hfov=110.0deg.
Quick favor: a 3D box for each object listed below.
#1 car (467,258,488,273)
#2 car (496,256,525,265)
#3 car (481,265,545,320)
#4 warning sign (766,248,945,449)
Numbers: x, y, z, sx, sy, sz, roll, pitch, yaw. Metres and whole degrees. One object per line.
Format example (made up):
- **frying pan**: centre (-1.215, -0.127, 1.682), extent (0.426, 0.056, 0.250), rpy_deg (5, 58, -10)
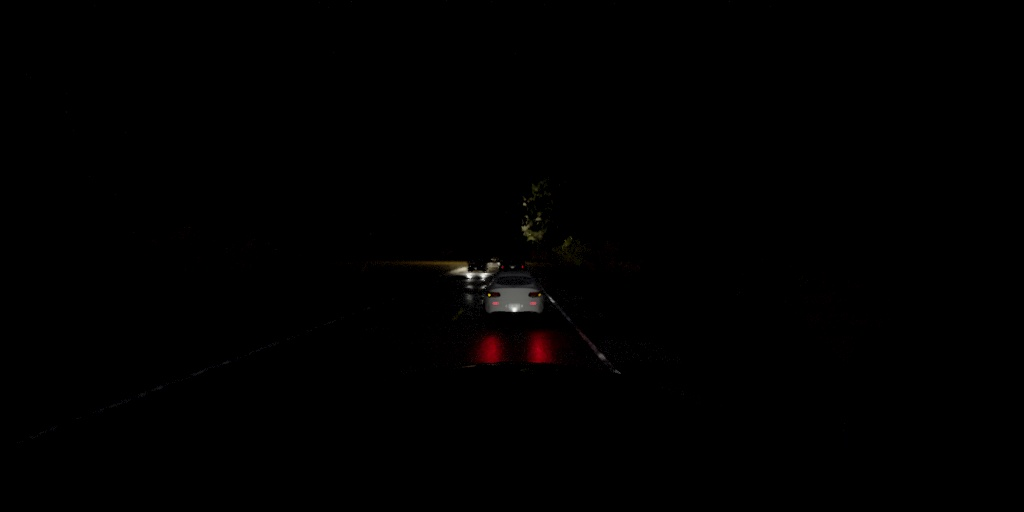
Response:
- **car**: centre (-3.673, 1.000, 38.567), extent (1.837, 1.490, 4.892), rpy_deg (0, 0, 0)
- **car**: centre (0.031, 0.906, 29.684), extent (2.097, 1.767, 4.553), rpy_deg (0, 0, 0)
- **car**: centre (0.068, 1.200, 12.189), extent (1.812, 1.442, 4.674), rpy_deg (0, 1, 0)
- **warning sign**: centre (3.547, 0.849, 3.843), extent (1.300, 1.860, 1.060), rpy_deg (0, 0, 0)
